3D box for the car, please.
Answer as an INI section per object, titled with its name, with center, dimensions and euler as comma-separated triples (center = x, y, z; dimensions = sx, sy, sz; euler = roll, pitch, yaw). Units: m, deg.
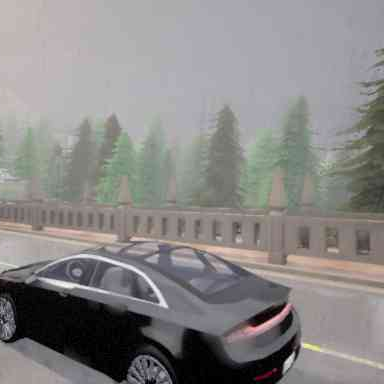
[car]
center = -1.011, 1.462, 4.715
dimensions = 4.902, 1.511, 2.128
euler = 0, 0, 36
